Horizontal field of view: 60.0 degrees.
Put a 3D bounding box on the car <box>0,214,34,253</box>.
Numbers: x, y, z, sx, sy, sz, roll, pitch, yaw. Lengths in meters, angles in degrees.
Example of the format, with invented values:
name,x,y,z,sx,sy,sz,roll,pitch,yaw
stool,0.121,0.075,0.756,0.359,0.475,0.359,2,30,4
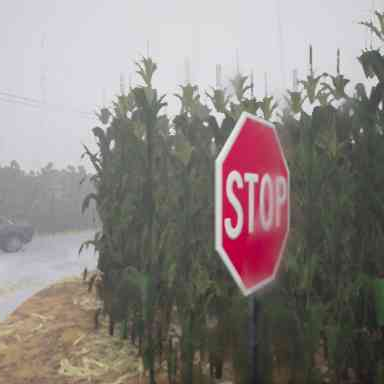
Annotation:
name,x,y,z,sx,sy,sz,roll,pitch,yaw
car,-8.068,1.505,11.514,1.837,1.490,4.892,0,0,33
